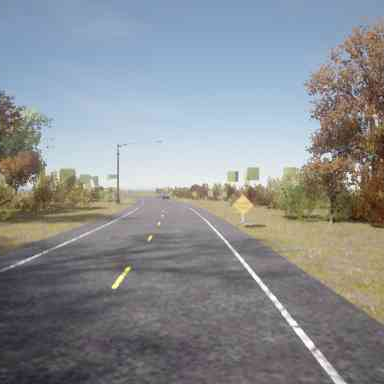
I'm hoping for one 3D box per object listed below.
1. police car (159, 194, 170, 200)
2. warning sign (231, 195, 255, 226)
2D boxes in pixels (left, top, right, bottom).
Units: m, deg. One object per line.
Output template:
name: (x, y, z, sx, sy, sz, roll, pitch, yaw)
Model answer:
police car: (-7.199, 1.353, 90.353, 1.930, 1.638, 5.238, 0, 0, -10)
warning sign: (3.126, 1.095, 20.445, 1.300, 1.860, 1.060, 0, 0, -2)
